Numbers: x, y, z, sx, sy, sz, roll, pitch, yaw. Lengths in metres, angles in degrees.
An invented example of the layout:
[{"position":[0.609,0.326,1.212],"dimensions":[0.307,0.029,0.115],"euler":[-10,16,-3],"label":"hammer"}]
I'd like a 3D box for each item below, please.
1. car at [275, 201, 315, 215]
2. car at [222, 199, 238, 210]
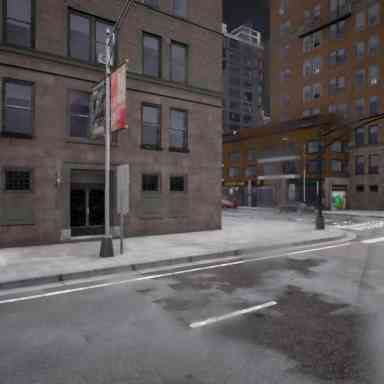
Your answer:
[{"position":[10.548,1.580,34.281],"dimensions":[1.947,1.339,4.313],"euler":[0,0,-35],"label":"car"},{"position":[4.190,1.594,43.285],"dimensions":[1.802,1.307,4.206],"euler":[0,0,-35],"label":"car"}]
